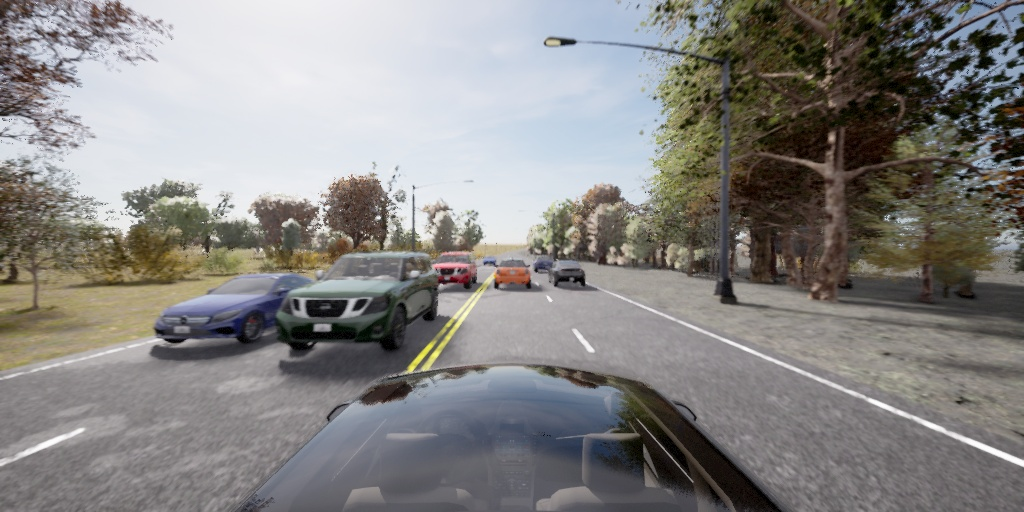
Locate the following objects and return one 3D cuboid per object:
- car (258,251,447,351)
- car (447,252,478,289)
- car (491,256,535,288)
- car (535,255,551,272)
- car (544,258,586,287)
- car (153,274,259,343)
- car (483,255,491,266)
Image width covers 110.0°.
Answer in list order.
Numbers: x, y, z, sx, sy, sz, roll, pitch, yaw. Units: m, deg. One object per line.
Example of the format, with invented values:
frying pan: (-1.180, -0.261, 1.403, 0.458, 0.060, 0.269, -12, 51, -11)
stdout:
car: (-3.346, 0.893, 9.123, 2.150, 2.045, 5.566, 0, 1, 0)
car: (-3.305, 0.769, 21.170, 2.150, 2.045, 5.566, 0, 0, 0)
car: (0.044, 0.895, 21.570, 2.097, 1.767, 4.553, 0, 1, 0)
car: (3.279, 0.725, 37.312, 2.097, 1.767, 4.553, 0, 0, 0)
car: (3.295, 1.034, 22.152, 1.837, 1.490, 4.892, -1, 0, 0)
car: (-6.598, 1.193, 9.501, 1.812, 1.442, 4.674, 0, 1, 0)
car: (-3.331, 0.675, 54.651, 1.882, 1.535, 5.008, 0, 1, 0)
